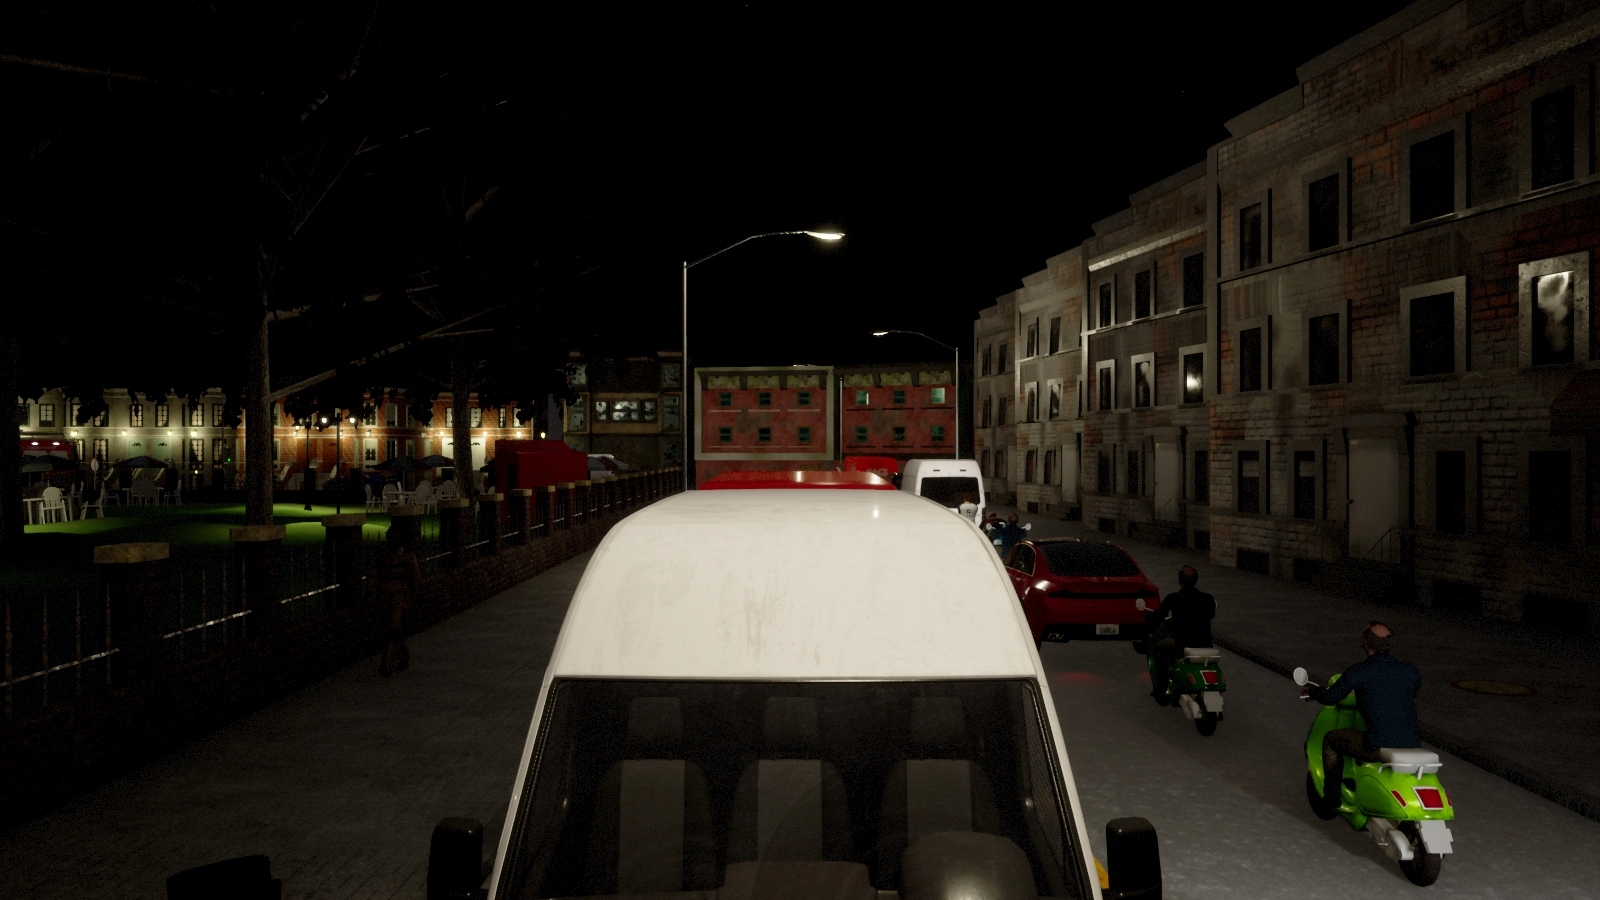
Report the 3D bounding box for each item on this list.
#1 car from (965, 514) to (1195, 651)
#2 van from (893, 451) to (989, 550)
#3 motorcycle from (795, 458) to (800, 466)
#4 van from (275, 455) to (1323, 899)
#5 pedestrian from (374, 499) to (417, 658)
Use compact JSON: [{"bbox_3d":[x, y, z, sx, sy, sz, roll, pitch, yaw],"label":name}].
[{"bbox_3d":[3.953,1.841,17.118,2.231,1.480,4.892,0,0,0],"label":"car"},{"bbox_3d":[3.906,1.314,32.634,1.988,2.561,5.915,0,0,0],"label":"van"},{"bbox_3d":[-0.384,1.962,183.190,0.856,1.236,1.805,0,0,0],"label":"motorcycle"},{"bbox_3d":[-0.006,1.314,5.127,1.988,2.561,5.915,0,0,0],"label":"van"},{"bbox_3d":[-4.832,1.525,13.661,0.375,1.860,0.375,0,0,-1],"label":"pedestrian"}]
